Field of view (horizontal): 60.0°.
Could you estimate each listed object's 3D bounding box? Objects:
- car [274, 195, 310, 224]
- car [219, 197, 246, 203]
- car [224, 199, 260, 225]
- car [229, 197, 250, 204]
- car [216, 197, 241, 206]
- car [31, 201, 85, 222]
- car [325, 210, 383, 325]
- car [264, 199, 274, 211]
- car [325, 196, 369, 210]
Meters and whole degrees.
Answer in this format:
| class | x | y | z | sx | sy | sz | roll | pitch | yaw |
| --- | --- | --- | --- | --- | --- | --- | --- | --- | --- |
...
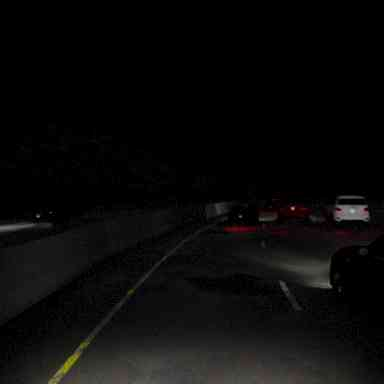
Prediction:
| class | x | y | z | sx | sy | sz | roll | pitch | yaw |
| --- | --- | --- | --- | --- | --- | --- | --- | --- | --- |
| car | 7.856 | 1.256 | 25.759 | 2.150 | 2.045 | 5.566 | 0 | 0 | 18 |
| car | 5.579 | 1.643 | 47.390 | 1.895 | 1.301 | 4.718 | 0 | 0 | 29 |
| car | 3.886 | 1.502 | 24.566 | 1.882 | 1.535 | 5.008 | 0 | 0 | 15 |
| car | 9.477 | 1.718 | 65.899 | 1.895 | 1.301 | 4.718 | 0 | 0 | 39 |
| car | 6.125 | 1.541 | 55.168 | 2.128 | 1.511 | 4.902 | 0 | 0 | 32 |
| car | -10.380 | 1.484 | 26.140 | 2.128 | 1.511 | 4.902 | 0 | 0 | 15 |
| car | 3.985 | 1.365 | 5.473 | 2.097 | 1.767 | 4.553 | 0 | 0 | 4 |
| car | 10.213 | 1.540 | 40.698 | 2.128 | 1.511 | 4.902 | 0 | 0 | 26 |
| car | 10.696 | 1.260 | 23.190 | 2.150 | 2.045 | 5.566 | 0 | 0 | 16 |
